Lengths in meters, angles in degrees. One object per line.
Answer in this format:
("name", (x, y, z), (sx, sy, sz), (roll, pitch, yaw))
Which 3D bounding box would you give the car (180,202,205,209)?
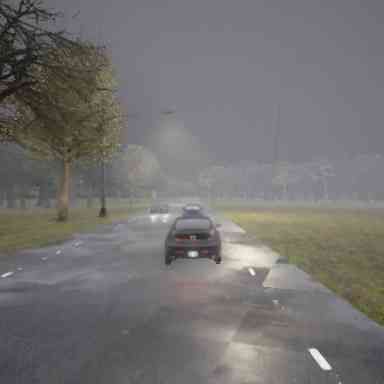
("car", (0.081, 1.733, 28.007), (1.812, 1.442, 4.674), (0, 0, 1))

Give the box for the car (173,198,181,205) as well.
("car", (-3.600, 2.250, 81.295), (2.128, 1.511, 4.902), (0, -1, -1))

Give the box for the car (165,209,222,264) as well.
("car", (0.051, 1.612, 12.289), (1.837, 1.490, 4.892), (-1, 0, 1))

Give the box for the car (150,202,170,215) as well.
("car", (-3.556, 1.815, 37.509), (1.994, 1.385, 4.181), (0, 0, 0))
